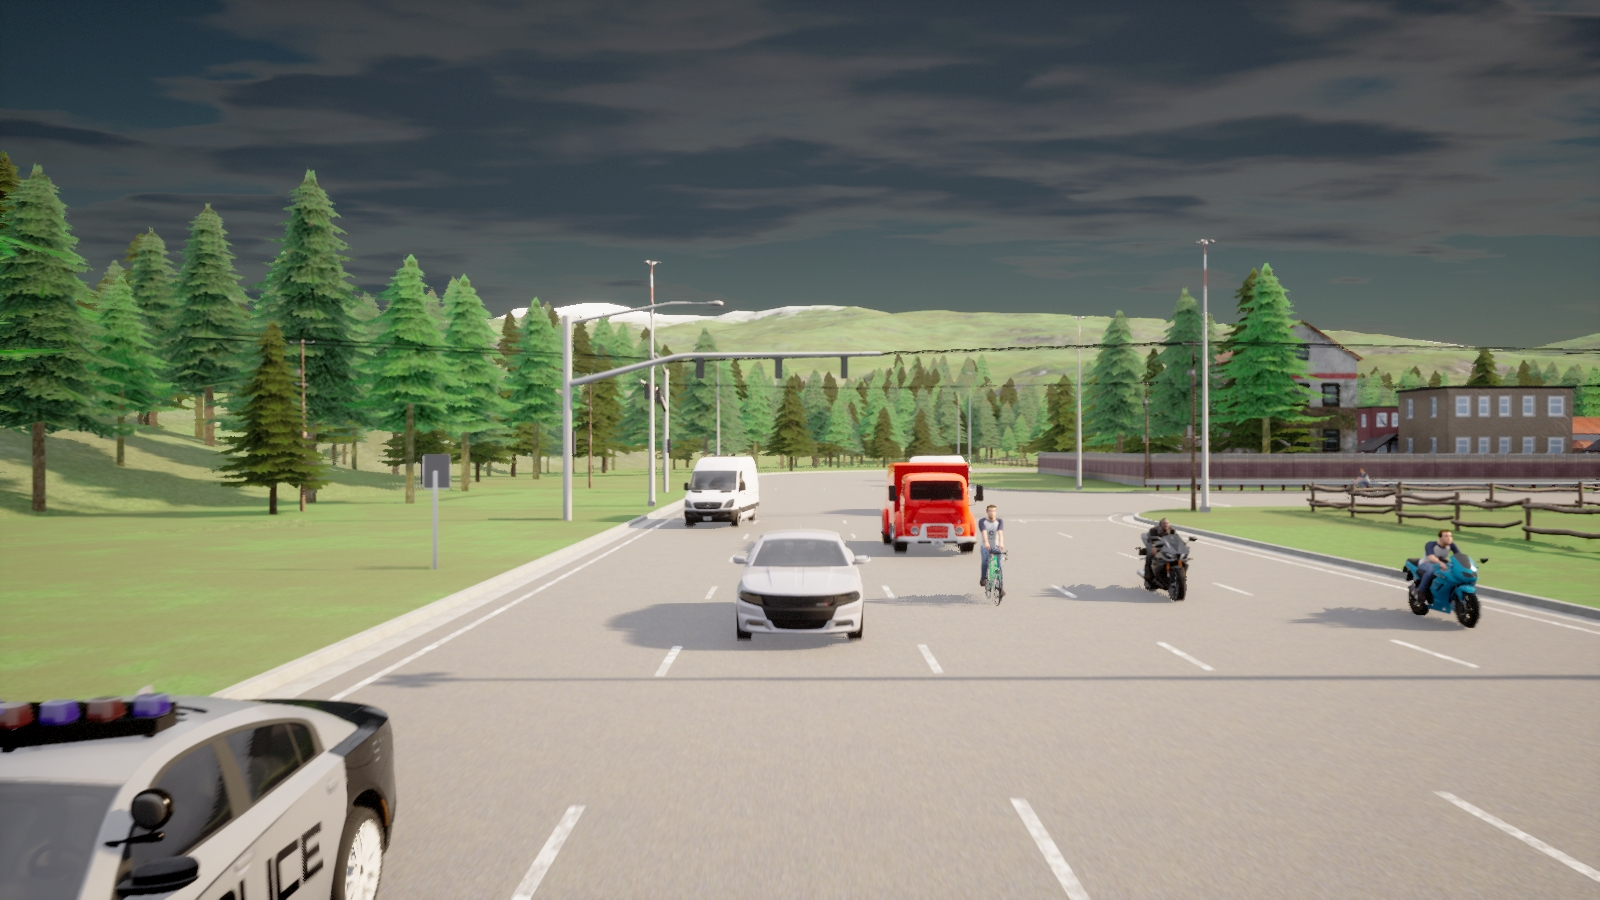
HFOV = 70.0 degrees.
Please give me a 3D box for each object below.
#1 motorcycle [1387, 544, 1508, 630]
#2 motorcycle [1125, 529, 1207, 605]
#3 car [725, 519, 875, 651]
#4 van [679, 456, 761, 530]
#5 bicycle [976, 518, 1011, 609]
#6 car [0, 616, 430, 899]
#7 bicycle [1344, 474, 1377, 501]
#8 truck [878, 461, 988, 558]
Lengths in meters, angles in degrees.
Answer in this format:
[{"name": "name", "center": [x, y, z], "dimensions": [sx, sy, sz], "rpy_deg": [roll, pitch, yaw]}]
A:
[{"name": "motorcycle", "center": [10.516, 2.195, 18.647], "dimensions": [0.803, 1.199, 2.033], "rpy_deg": [0, -1, 0]}, {"name": "motorcycle", "center": [7.002, 2.213, 21.987], "dimensions": [0.867, 1.251, 2.209], "rpy_deg": [0, 0, 0]}, {"name": "car", "center": [0.009, 2.041, 18.449], "dimensions": [2.097, 1.535, 5.006], "rpy_deg": [0, 0, 0]}, {"name": "van", "center": [-2.920, 1.549, 43.253], "dimensions": [1.988, 2.561, 5.915], "rpy_deg": [-1, 0, 7]}, {"name": "bicycle", "center": [3.544, 2.063, 21.034], "dimensions": [0.373, 1.496, 1.643], "rpy_deg": [0, 0, 0]}, {"name": "car", "center": [-3.610, 1.984, 5.281], "dimensions": [2.097, 1.638, 5.238], "rpy_deg": [0, 0, 0]}, {"name": "bicycle", "center": [31.412, 2.077, 64.044], "dimensions": [1.643, 1.496, 0.373], "rpy_deg": [0, 0, 0]}, {"name": "truck", "center": [3.642, 1.580, 32.337], "dimensions": [2.627, 2.467, 5.204], "rpy_deg": [0, 0, 2]}]
